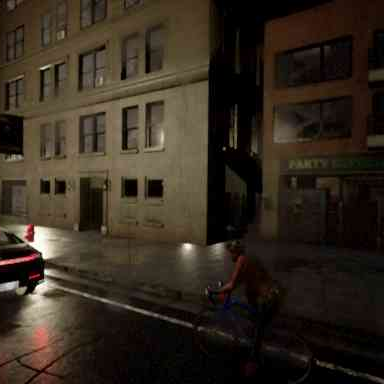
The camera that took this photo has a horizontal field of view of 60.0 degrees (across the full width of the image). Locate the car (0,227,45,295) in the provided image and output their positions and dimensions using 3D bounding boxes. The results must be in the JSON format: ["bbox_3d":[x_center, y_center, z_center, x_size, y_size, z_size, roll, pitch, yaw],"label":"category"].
[{"bbox_3d":[-5.239,1.480,7.439,4.902,1.511,2.128,0,0,36],"label":"car"}]

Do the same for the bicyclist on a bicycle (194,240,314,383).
[{"bbox_3d":[0.691,1.450,4.175,1.656,1.620,0.582,0,0,36],"label":"bicyclist on a bicycle"}]
